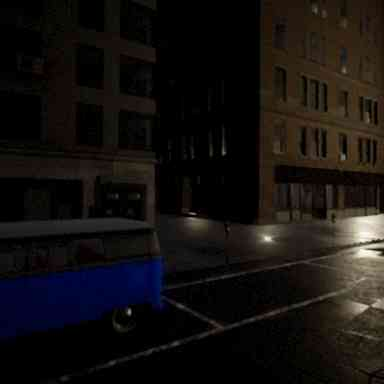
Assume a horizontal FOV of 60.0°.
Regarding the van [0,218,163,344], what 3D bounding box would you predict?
[{"bbox_3d":[-2.383,1.340,5.051,3.998,1.788,1.690,0,1,-35],"label":"van"}]
